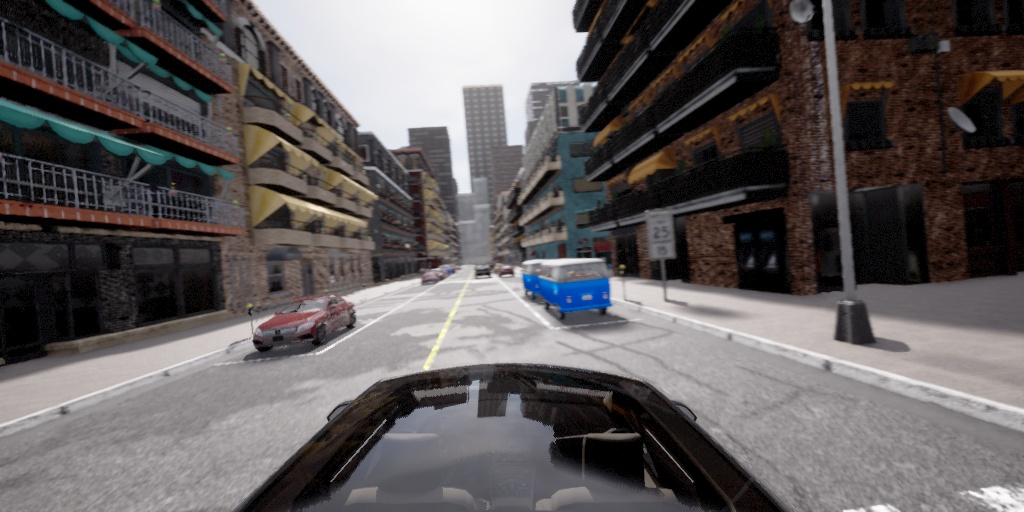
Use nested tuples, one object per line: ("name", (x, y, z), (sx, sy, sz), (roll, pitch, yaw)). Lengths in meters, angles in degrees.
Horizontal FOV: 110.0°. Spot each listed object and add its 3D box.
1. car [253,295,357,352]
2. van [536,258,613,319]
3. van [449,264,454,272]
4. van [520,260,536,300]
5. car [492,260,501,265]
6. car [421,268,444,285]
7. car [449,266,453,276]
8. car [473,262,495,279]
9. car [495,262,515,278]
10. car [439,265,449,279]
("car", (-6.230, 1.935, 11.393), (1.802, 1.307, 4.207), (0, 0, -5))
("van", (2.053, 0.982, 12.150), (1.690, 1.789, 3.998), (0, 0, -5))
("van", (-10.406, 2.350, 56.010), (1.690, 1.789, 3.998), (0, 0, -5))
("van", (1.531, 1.064, 17.727), (1.690, 1.789, 3.998), (0, 0, -5))
("car", (-1.617, 1.741, 51.359), (1.751, 1.417, 4.829), (0, 0, -5))
("car", (-8.840, 2.345, 39.279), (1.802, 1.307, 4.207), (0, 0, -5))
("car", (-9.884, 2.477, 50.433), (2.007, 1.370, 4.403), (0, 0, -5))
("car", (-3.416, 1.815, 42.247), (1.837, 1.490, 4.892), (-5, 0, -5))
("car", (-0.557, 1.633, 40.036), (1.802, 1.307, 4.207), (0, 0, -5))
("car", (-9.362, 2.284, 44.856), (1.967, 1.591, 4.097), (0, 0, -5))
